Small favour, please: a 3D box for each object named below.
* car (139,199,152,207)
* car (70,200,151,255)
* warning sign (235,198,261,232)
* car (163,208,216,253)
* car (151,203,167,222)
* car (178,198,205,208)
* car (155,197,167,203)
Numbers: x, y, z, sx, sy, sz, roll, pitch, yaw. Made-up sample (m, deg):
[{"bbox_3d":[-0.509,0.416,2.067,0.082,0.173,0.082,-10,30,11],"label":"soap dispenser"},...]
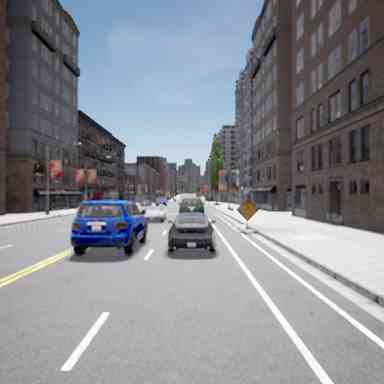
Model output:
[{"bbox_3d":[-9.805,2.373,70.948,2.128,1.511,4.902,0,-1,0],"label":"car"},{"bbox_3d":[-3.259,1.352,14.023,2.150,2.045,5.566,0,0,0],"label":"car"},{"bbox_3d":[3.216,1.301,19.244,1.300,1.860,1.060,0,0,0],"label":"warning sign"},{"bbox_3d":[-0.008,1.645,14.299,1.837,1.490,4.892,0,0,0],"label":"car"},{"bbox_3d":[-3.271,1.886,29.092,1.895,1.301,4.718,0,-1,0],"label":"car"},{"bbox_3d":[-0.021,1.501,29.025,2.150,2.045,5.566,0,0,0],"label":"car"},{"bbox_3d":[-6.554,2.073,70.926,2.150,2.045,5.566,0,-1,0],"label":"car"}]
